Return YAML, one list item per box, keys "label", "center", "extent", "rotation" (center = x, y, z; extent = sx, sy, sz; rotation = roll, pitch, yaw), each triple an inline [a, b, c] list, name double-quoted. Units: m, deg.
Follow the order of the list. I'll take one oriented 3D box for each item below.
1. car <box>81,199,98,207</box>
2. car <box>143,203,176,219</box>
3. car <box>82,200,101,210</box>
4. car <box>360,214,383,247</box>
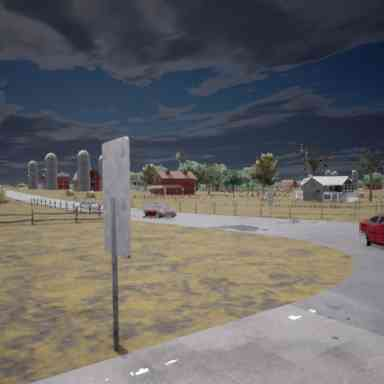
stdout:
- label: "car"
  center: [-20.591, 2.160, 66.708]
  extent: [1.895, 1.301, 4.718]
  rotation: [-1, 1, -36]
- label: "car"
  center: [-3.633, 2.006, 36.852]
  extent: [2.097, 1.767, 4.553]
  rotation: [-1, 0, -36]
- label: "car"
  center: [-16.681, 2.314, 55.132]
  extent: [1.895, 1.301, 4.718]
  rotation: [-1, 1, -36]
- label: "car"
  center: [8.496, 1.584, 13.456]
  extent: [1.882, 1.535, 5.008]
  rotation: [-1, -3, 7]
